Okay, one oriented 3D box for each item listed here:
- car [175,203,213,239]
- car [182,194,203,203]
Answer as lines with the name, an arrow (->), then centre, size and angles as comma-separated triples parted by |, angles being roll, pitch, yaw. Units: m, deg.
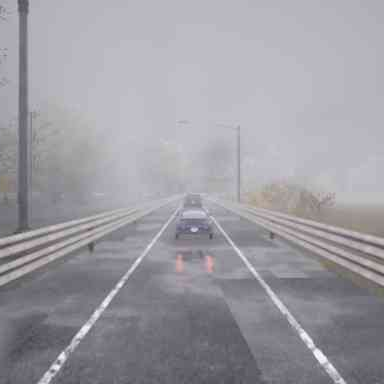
car -> 0.104, 1.528, 17.312 | 1.812, 1.442, 4.674 | 0, 0, 0
car -> 0.111, 1.222, 37.859 | 2.150, 2.045, 5.566 | 0, 0, 0
